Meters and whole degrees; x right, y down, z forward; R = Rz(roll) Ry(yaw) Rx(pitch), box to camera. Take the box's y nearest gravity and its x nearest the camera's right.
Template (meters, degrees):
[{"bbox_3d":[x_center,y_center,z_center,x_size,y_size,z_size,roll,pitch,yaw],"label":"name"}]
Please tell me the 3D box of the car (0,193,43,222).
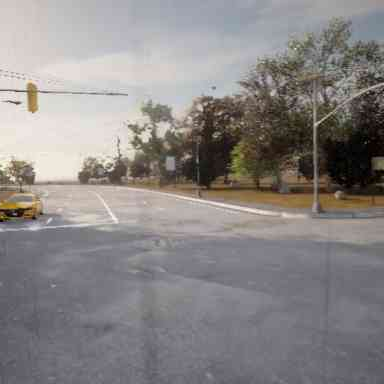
[{"bbox_3d":[-10.560,0.848,20.797,1.882,1.535,5.008,-3,3,-17],"label":"car"}]
